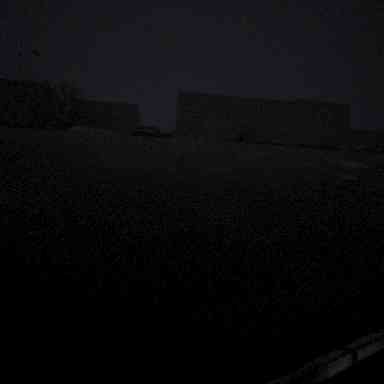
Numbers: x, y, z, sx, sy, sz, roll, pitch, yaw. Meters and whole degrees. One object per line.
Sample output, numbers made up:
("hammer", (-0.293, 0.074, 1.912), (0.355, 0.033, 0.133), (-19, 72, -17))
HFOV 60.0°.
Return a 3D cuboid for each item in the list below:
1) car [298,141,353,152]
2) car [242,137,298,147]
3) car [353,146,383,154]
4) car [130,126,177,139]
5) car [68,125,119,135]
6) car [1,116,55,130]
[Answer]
("car", (12.737, -4.232, 33.051), (4.892, 1.521, 2.231), (3, 0, -6))
("car", (7.257, -4.548, 32.470), (4.892, 1.521, 2.231), (3, 0, -6))
("car", (18.230, -3.857, 33.737), (4.674, 1.452, 2.002), (4, 0, -7))
("car", (-3.602, -5.276, 31.338), (4.553, 1.767, 2.185), (3, 0, -6))
("car", (-9.067, -5.411, 30.768), (4.674, 1.452, 2.002), (3, 0, -6))
("car", (-14.695, -5.887, 30.180), (4.553, 1.767, 2.185), (3, 0, -6))
